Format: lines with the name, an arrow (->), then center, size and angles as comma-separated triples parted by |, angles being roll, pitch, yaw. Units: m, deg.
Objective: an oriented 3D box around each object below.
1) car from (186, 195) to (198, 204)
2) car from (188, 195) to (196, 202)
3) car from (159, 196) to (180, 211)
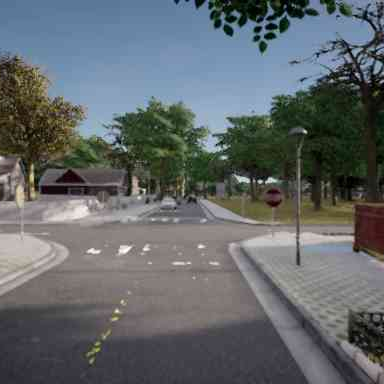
car -> 0.000, 1.502, 63.576 | 1.837, 1.490, 4.892 | 0, 0, 0
car -> 0.003, 1.380, 74.002 | 1.812, 1.442, 4.674 | 0, 0, 0
car -> -2.836, 1.480, 41.025 | 1.812, 1.442, 4.674 | 0, 0, 0
